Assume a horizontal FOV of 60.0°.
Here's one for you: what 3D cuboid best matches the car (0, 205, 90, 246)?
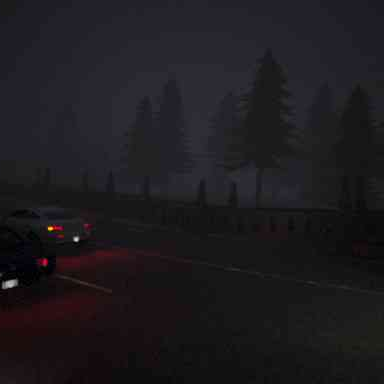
[{"bbox_3d":[-5.706,1.219,12.329,4.674,1.442,1.812,3,2,35],"label":"car"}]

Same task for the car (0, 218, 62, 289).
[{"bbox_3d":[-5.343,1.423,7.788,4.718,1.301,1.895,3,2,35],"label":"car"}]
